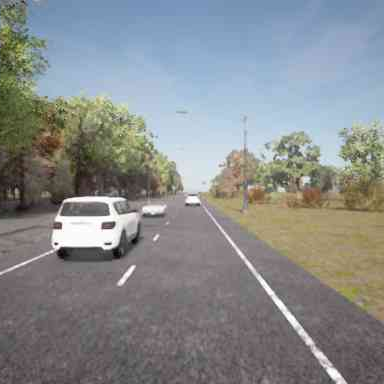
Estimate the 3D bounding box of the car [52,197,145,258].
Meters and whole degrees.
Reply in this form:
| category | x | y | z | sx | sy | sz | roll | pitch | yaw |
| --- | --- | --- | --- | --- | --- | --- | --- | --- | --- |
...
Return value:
| category | x | y | z | sx | sy | sz | roll | pitch | yaw |
| --- | --- | --- | --- | --- | --- | --- | --- | --- | --- |
| car | -3.400 | 1.202 | 12.869 | 2.150 | 2.045 | 5.566 | 0 | 0 | 0 |

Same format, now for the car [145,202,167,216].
| category | x | y | z | sx | sy | sz | roll | pitch | yaw |
| --- | --- | --- | --- | --- | --- | --- | --- | --- | --- |
| car | -3.397 | 1.555 | 31.207 | 1.895 | 1.301 | 4.718 | 0 | 0 | 0 |

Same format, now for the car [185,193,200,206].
| category | x | y | z | sx | sy | sz | roll | pitch | yaw |
| --- | --- | --- | --- | --- | --- | --- | --- | --- | --- |
| car | 0.107 | 1.145 | 53.903 | 2.150 | 2.045 | 5.566 | 0 | 0 | 0 |

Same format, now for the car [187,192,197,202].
| category | x | y | z | sx | sy | sz | roll | pitch | yaw |
| --- | --- | --- | --- | --- | --- | --- | --- | --- | --- |
| car | 0.011 | 1.125 | 73.124 | 2.150 | 2.045 | 5.566 | 0 | 0 | 0 |
